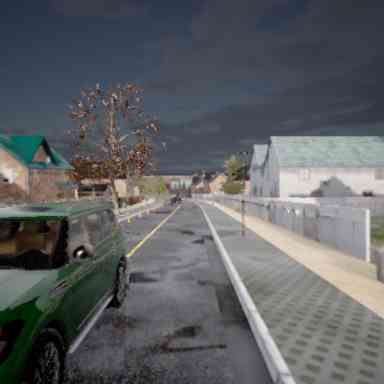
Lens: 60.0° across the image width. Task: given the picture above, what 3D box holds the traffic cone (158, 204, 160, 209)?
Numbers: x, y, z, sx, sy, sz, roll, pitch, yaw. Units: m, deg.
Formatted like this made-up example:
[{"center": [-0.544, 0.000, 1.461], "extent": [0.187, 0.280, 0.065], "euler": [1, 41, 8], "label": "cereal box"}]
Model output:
[{"center": [-4.429, 1.931, 44.056], "extent": [0.340, 0.580, 0.340], "euler": [0, 0, 0], "label": "traffic cone"}]

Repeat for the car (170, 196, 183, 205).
[{"center": [-2.800, 1.515, 59.309], "extent": [1.837, 1.490, 4.892], "euler": [0, 0, -8], "label": "car"}]

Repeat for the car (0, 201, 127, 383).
[{"center": [-2.436, 1.207, 4.928], "extent": [2.150, 2.045, 5.566], "euler": [0, 0, 0], "label": "car"}]

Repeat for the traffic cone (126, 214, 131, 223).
[{"center": [-4.579, 1.912, 24.044], "extent": [0.340, 0.580, 0.340], "euler": [0, 0, 0], "label": "traffic cone"}]
